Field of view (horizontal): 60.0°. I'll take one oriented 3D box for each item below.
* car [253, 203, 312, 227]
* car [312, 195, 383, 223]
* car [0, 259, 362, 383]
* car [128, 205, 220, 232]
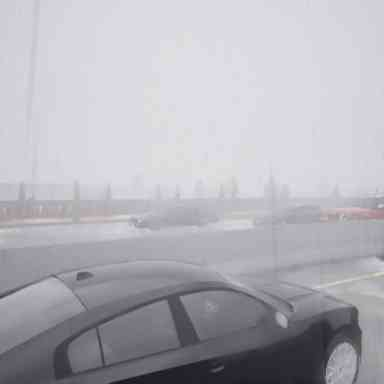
[{"bbox_3d":[5.767,1.434,19.173,4.892,1.490,1.837,0,0,-26],"label":"car"},{"bbox_3d":[9.166,1.165,16.993,5.566,2.045,2.150,0,0,-25],"label":"car"},{"bbox_3d":[-0.259,1.462,3.380,5.008,1.535,1.882,0,0,-34],"label":"car"},{"bbox_3d":[-0.949,1.464,19.641,5.357,1.411,2.033,0,0,-30],"label":"car"}]
